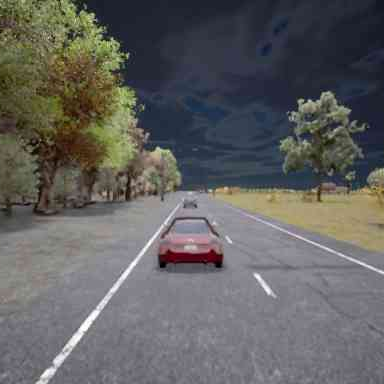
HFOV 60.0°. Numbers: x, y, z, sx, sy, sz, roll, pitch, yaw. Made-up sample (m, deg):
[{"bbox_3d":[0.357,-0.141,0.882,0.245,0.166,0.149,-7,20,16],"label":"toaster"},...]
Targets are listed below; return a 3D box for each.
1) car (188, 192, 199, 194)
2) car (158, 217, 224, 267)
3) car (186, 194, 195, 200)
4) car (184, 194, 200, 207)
[{"bbox_3d":[-0.302,1.284,60.806,2.033,1.411,5.357,0,0,0],"label":"car"},{"bbox_3d":[-0.049,1.521,11.315,1.994,1.385,4.181,0,0,0],"label":"car"},{"bbox_3d":[-0.408,1.170,81.328,2.033,1.411,5.357,0,0,0],"label":"car"},{"bbox_3d":[-0.224,1.353,45.721,2.033,1.411,5.357,0,0,0],"label":"car"}]
